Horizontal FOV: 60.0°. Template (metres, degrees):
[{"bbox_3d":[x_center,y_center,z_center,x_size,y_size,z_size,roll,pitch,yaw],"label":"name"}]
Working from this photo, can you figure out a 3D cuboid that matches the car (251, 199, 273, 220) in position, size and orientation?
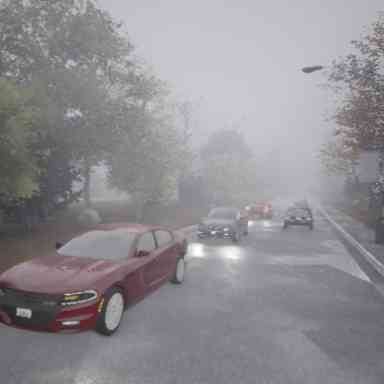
[{"bbox_3d":[6.084,1.436,29.954,2.097,1.767,4.553,2,0,19],"label":"car"}]

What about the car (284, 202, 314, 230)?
[{"bbox_3d":[7.382,1.708,23.051,2.033,1.411,5.357,2,0,18],"label":"car"}]

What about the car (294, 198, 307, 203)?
[{"bbox_3d":[16.307,1.620,49.748,2.128,1.511,4.902,2,1,19],"label":"car"}]

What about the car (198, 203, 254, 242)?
[{"bbox_3d":[1.704,1.529,16.906,1.837,1.490,4.892,2,1,18],"label":"car"}]

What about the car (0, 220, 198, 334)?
[{"bbox_3d":[-1.576,1.424,7.000,1.882,1.535,5.008,2,0,18],"label":"car"}]
